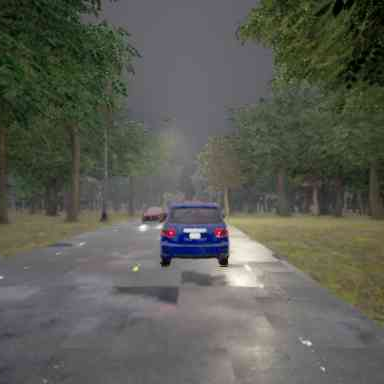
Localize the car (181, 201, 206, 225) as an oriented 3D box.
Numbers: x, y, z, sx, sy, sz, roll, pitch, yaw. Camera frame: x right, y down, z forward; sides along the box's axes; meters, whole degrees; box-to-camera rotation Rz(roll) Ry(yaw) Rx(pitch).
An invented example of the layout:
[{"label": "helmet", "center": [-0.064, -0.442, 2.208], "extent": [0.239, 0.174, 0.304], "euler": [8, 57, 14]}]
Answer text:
[{"label": "car", "center": [0.103, 1.900, 31.646], "extent": [2.150, 2.045, 5.566], "euler": [0, -2, 0]}]

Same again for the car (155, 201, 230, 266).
[{"label": "car", "center": [0.094, 1.387, 12.257], "extent": [2.150, 2.045, 5.566], "euler": [0, -1, 0]}]

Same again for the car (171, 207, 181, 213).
[{"label": "car", "center": [-3.490, 3.945, 72.928], "extent": [1.812, 1.442, 4.674], "euler": [0, -3, 0]}]

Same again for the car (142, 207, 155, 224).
[{"label": "car", "center": [-3.593, 2.159, 31.727], "extent": [1.882, 1.535, 5.008], "euler": [0, -2, 0]}]
